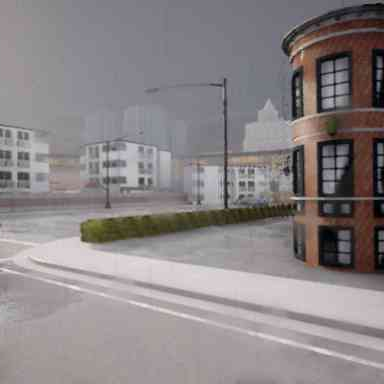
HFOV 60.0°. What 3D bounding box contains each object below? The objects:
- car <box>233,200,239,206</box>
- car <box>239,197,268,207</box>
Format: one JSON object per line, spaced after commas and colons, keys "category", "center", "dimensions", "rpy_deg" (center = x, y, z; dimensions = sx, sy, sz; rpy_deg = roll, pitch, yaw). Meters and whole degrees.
{"category": "car", "center": [9.550, 1.633, 58.835], "dimensions": [4.553, 1.767, 2.097], "rpy_deg": [0, 0, -21]}
{"category": "car", "center": [10.603, 1.817, 55.495], "dimensions": [4.181, 1.385, 1.994], "rpy_deg": [0, 0, -21]}
